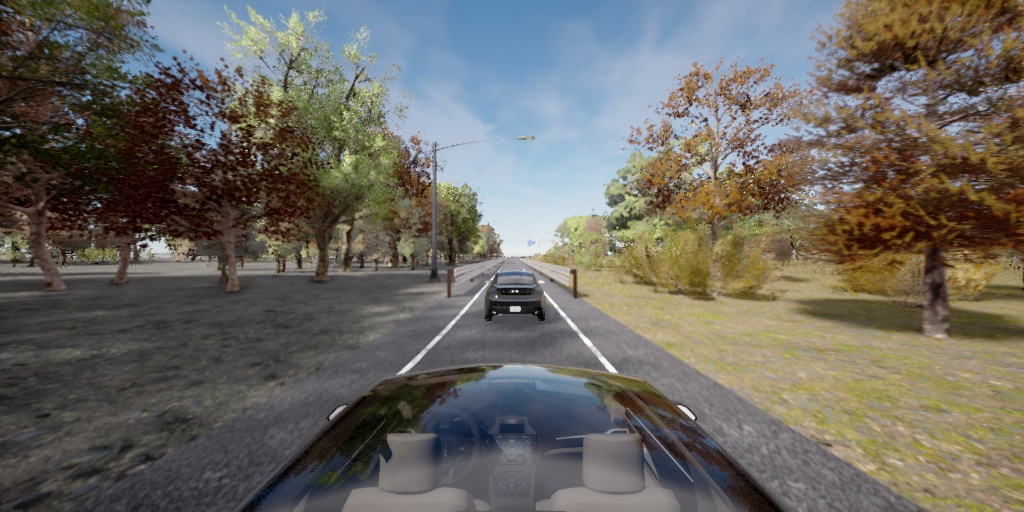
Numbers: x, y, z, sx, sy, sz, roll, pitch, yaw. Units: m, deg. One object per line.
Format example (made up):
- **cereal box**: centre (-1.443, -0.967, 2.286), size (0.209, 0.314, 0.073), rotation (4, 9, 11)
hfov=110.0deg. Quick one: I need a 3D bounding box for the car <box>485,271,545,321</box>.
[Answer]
- **car**: centre (0.099, 1.254, 12.550), size (1.837, 1.490, 4.892), rotation (0, 0, 0)
